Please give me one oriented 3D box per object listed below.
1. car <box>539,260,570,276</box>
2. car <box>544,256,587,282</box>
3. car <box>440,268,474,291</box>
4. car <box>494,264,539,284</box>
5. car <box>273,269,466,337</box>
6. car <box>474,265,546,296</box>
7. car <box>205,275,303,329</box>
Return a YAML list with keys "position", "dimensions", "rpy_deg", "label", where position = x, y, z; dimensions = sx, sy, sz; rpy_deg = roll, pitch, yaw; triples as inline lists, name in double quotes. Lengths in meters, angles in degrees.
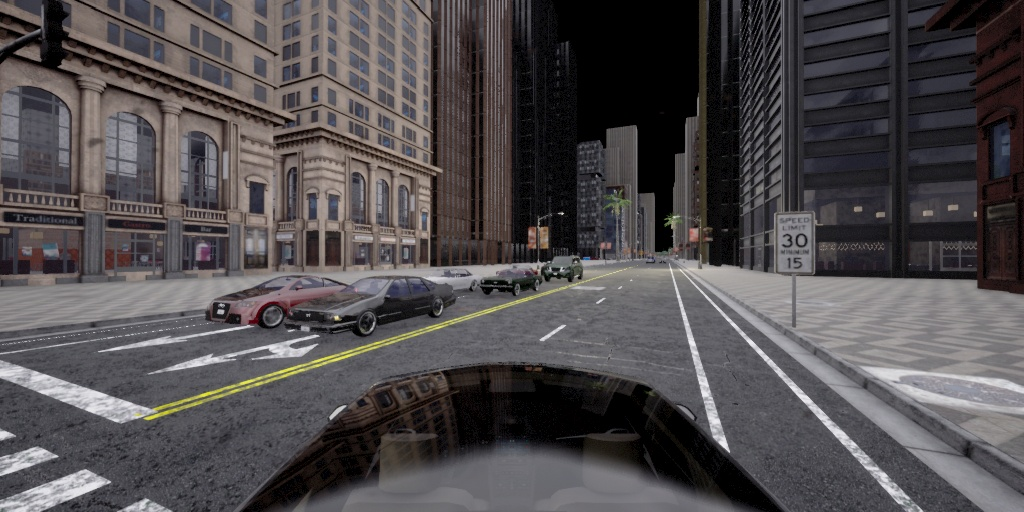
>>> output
- position: [4.541, 1.251, 37.944]
  dimensions: [1.882, 1.535, 5.008]
  rpy_deg: [0, 0, 24]
  label: "car"
- position: [4.330, 0.987, 29.367]
  dimensions: [2.150, 2.045, 5.566]
  rpy_deg: [0, 0, 23]
  label: "car"
- position: [-3.512, 1.357, 19.454]
  dimensions: [1.895, 1.301, 4.718]
  rpy_deg: [0, 0, 23]
  label: "car"
- position: [0.449, 1.364, 28.594]
  dimensions: [1.895, 1.301, 4.718]
  rpy_deg: [0, 0, 24]
  label: "car"
- position: [-3.738, 1.299, 10.755]
  dimensions: [2.033, 1.411, 5.357]
  rpy_deg: [0, 0, 23]
  label: "car"
- position: [0.074, 1.358, 19.554]
  dimensions: [1.895, 1.301, 4.718]
  rpy_deg: [0, 0, 24]
  label: "car"
- position: [-6.990, 1.316, 11.413]
  dimensions: [1.994, 1.385, 4.181]
  rpy_deg: [0, 0, 24]
  label: "car"
